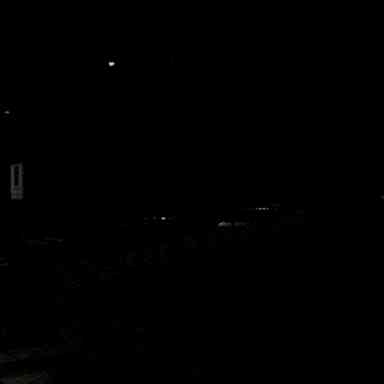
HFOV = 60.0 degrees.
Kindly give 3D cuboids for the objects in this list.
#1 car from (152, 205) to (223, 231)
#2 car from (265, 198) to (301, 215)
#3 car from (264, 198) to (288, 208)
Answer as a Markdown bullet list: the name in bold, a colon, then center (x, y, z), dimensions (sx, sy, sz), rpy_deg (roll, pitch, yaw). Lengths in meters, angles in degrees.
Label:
- **car**: center (-0.126, 1.507, 20.303), dimensions (2.033, 1.411, 5.357), rpy_deg (-1, 0, 35)
- **car**: center (9.562, 1.458, 34.000), dimensions (1.882, 1.535, 5.008), rpy_deg (-1, 0, 35)
- **car**: center (12.537, 1.591, 49.457), dimensions (1.812, 1.442, 4.674), rpy_deg (-1, -1, 35)
